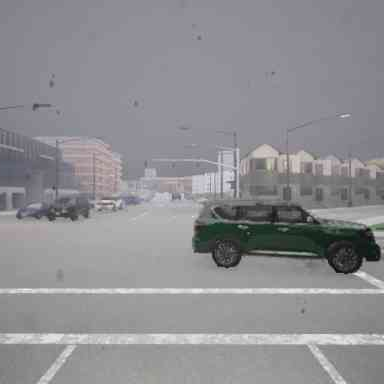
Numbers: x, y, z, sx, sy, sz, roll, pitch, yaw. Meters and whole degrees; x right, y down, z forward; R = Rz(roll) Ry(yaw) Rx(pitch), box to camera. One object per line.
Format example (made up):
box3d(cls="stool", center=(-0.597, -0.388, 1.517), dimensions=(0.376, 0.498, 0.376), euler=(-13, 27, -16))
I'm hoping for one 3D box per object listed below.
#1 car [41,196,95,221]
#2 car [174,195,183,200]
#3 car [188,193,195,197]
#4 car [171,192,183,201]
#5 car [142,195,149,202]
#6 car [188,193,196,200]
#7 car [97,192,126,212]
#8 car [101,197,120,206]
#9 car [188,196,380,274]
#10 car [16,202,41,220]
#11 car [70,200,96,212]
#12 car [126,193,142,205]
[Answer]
box3d(cls="car", center=(-10.626, 1.394, 29.048), dimensions=(2.150, 2.045, 5.566), euler=(0, 0, 0))
box3d(cls="car", center=(-3.581, 1.478, 87.804), dimensions=(2.128, 1.511, 4.902), euler=(0, -2, 0))
box3d(cls="car", center=(-0.071, 1.420, 77.825), dimensions=(1.895, 1.301, 4.718), euler=(0, -1, 0))
box3d(cls="car", center=(-3.570, 1.050, 77.111), dimensions=(2.150, 2.045, 5.566), euler=(0, 0, 0))
box3d(cls="car", center=(-10.567, 1.350, 72.750), dimensions=(1.812, 1.442, 4.674), euler=(0, 0, 0))
box3d(cls="car", center=(-0.081, 1.138, 87.785), dimensions=(2.097, 1.767, 4.553), euler=(0, -2, 0))
box3d(cls="car", center=(-10.647, 1.432, 43.328), dimensions=(2.150, 2.045, 5.566), euler=(0, 0, 1))
box3d(cls="car", center=(-14.136, 1.579, 57.929), dimensions=(2.033, 1.411, 5.357), euler=(0, 1, -1))
box3d(cls="car", center=(2.746, 1.261, 10.567), dimensions=(5.566, 2.045, 2.150), euler=(0, 0, 13))
box3d(cls="car", center=(-14.129, 1.699, 30.352), dimensions=(1.812, 1.442, 4.674), euler=(0, 0, 0))
box3d(cls="car", center=(-14.136, 1.773, 43.423), dimensions=(1.994, 1.385, 4.181), euler=(0, 0, -1))
box3d(cls="car", center=(-10.630, 1.483, 59.345), dimensions=(1.882, 1.535, 5.008), euler=(0, 1, 0))
